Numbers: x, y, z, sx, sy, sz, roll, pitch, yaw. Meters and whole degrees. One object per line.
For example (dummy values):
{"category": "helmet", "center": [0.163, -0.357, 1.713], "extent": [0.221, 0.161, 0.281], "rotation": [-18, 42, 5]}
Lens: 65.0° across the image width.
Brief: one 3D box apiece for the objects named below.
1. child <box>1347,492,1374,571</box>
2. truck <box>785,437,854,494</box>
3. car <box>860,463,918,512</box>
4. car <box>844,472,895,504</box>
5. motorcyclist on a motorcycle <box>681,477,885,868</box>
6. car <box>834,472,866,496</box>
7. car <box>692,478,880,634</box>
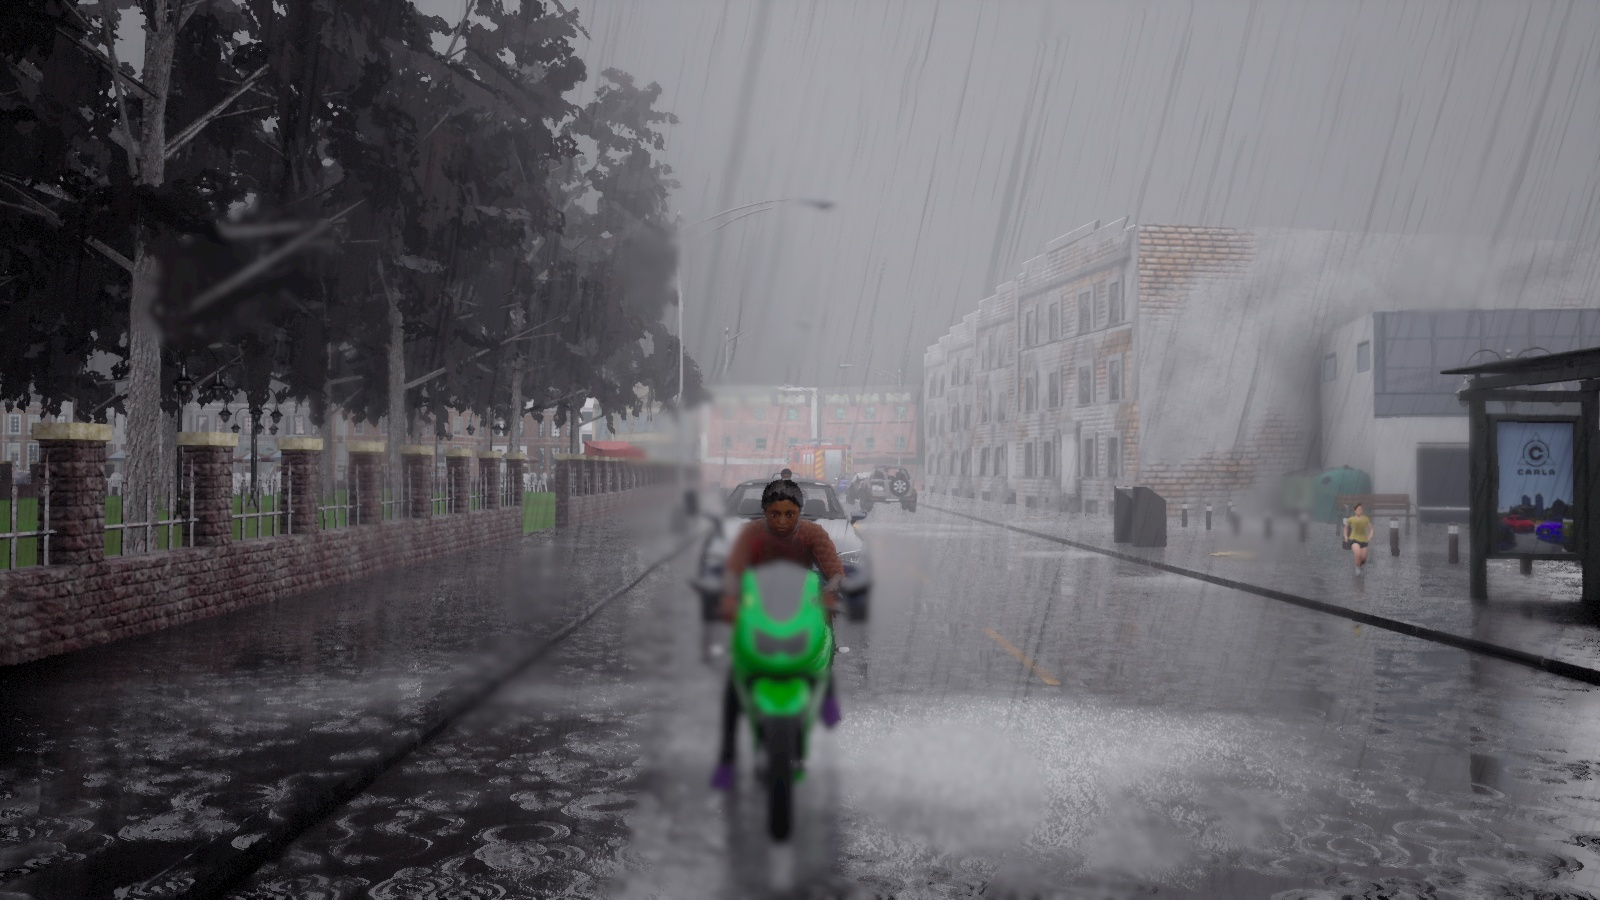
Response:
{"category": "child", "center": [8.094, 1.173, 18.139], "extent": [0.255, 1.110, 0.394], "rotation": [0, -1, 9]}
{"category": "truck", "center": [1.288, 1.139, 89.508], "extent": [2.891, 3.827, 8.468], "rotation": [0, -1, -13]}
{"category": "car", "center": [3.480, 1.452, 49.804], "extent": [1.932, 1.855, 4.605], "rotation": [0, -1, -1]}
{"category": "car", "center": [3.351, 1.830, 61.431], "extent": [2.163, 1.488, 4.792], "rotation": [0, -1, -1]}
{"category": "motorcyclist on a motorcycle", "center": [-0.078, 0.897, 5.979], "extent": [0.797, 1.523, 2.044], "rotation": [0, -1, -1]}
{"category": "car", "center": [3.144, 2.156, 80.022], "extent": [1.816, 1.474, 4.193], "rotation": [0, -1, -1]}
{"category": "car", "center": [-0.158, 1.067, 14.237], "extent": [1.816, 1.474, 4.193], "rotation": [0, -1, -1]}
